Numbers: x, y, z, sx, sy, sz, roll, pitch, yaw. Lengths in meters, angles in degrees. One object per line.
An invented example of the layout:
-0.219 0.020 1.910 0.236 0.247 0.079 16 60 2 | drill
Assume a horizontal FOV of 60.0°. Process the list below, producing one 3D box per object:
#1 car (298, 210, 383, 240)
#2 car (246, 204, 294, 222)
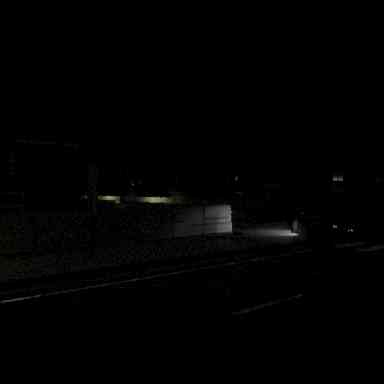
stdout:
8.056 1.552 15.860 5.357 1.411 2.033 0 0 22 | car
6.546 1.628 26.776 1.895 1.301 4.718 0 0 -34 | car
